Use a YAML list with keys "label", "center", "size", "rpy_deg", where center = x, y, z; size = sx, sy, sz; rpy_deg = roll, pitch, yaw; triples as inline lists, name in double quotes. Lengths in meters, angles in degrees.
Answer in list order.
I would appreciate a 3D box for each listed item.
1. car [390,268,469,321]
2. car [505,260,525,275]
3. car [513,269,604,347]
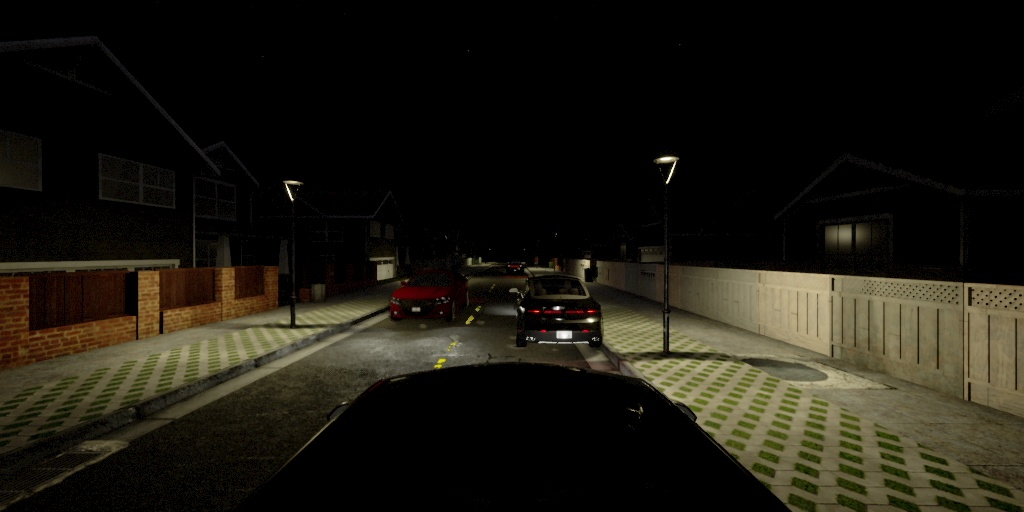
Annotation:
- label: "car"
  center: [-2.670, 1.221, 12.550]
  size: [1.882, 1.535, 5.008]
  rpy_deg: [0, 0, 0]
- label: "car"
  center: [0.332, 1.198, 37.562]
  size: [2.128, 1.511, 4.902]
  rpy_deg: [0, 0, 1]
- label: "car"
  center: [1.015, 1.251, 9.253]
  size: [1.837, 1.490, 4.892]
  rpy_deg: [0, 0, 0]
